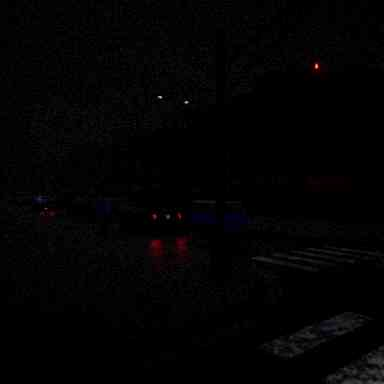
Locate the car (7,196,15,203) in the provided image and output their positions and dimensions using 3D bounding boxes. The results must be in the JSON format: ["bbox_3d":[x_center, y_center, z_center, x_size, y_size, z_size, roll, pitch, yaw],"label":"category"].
[{"bbox_3d":[-40.500,1.692,76.259,1.967,1.590,4.097,0,0,-36],"label":"car"}]

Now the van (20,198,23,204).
[{"bbox_3d":[-30.867,1.541,62.953,1.690,1.788,3.998,0,0,-36],"label":"van"}]

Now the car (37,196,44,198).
[{"bbox_3d":[-21.234,1.697,49.648,2.008,1.369,4.403,0,0,-36],"label":"car"}]

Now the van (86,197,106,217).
[{"bbox_3d":[-8.391,1.417,31.908,1.690,1.788,3.998,0,0,-36],"label":"van"}]

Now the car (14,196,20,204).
[{"bbox_3d":[-34.177,1.743,67.526,1.752,1.417,4.829,0,0,-36],"label":"car"}]

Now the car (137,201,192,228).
[{"bbox_3d":[-1.969,1.483,23.038,1.967,1.590,4.097,0,0,-36],"label":"car"}]

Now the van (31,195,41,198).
[{"bbox_3d":[-24.446,1.505,54.083,1.690,1.788,3.998,0,0,-36],"label":"van"}]

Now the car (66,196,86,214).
[{"bbox_3d":[-11.602,1.408,36.340,2.192,1.841,5.009,0,0,-36],"label":"car"}]

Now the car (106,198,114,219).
[{"bbox_3d":[-5.180,1.499,27.473,1.967,1.590,4.097,0,0,-36],"label":"car"}]

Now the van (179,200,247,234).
[{"bbox_3d":[1.242,1.369,18.603,1.690,1.788,3.998,0,0,-36],"label":"van"}]

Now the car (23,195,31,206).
[{"bbox_3d":[-27.657,1.497,58.518,2.192,1.841,5.009,0,0,-36],"label":"car"}]

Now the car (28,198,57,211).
[{"bbox_3d":[-19.092,1.723,42.291,1.895,1.301,4.718,0,0,-35],"label":"car"}]

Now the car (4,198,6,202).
[{"bbox_3d":[-43.810,1.796,80.832,1.752,1.417,4.829,0,0,-36],"label":"car"}]

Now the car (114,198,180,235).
[{"bbox_3d":[-2.546,1.387,19.554,2.097,1.767,4.553,0,0,-36],"label":"car"}]

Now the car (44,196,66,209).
[{"bbox_3d":[-18.024,1.444,45.213,2.192,1.841,5.009,0,0,-36],"label":"car"}]
